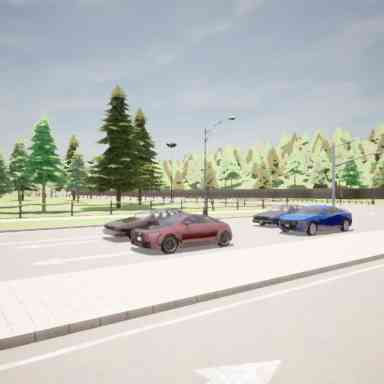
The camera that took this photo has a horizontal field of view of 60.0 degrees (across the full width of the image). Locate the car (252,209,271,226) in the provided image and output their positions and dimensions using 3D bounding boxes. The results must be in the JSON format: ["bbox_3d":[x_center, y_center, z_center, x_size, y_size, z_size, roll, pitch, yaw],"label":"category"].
[{"bbox_3d":[6.531,1.547,22.643,5.357,1.411,2.033,0,0,-35],"label":"car"}]

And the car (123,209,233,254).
[{"bbox_3d":[-0.345,1.564,13.546,4.181,1.385,1.994,0,0,-36],"label":"car"}]

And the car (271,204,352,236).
[{"bbox_3d":[6.990,1.477,18.700,5.008,1.535,1.882,0,0,-35],"label":"car"}]

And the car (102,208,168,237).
[{"bbox_3d":[-1.705,1.547,16.869,5.357,1.411,2.033,0,0,-35],"label":"car"}]
